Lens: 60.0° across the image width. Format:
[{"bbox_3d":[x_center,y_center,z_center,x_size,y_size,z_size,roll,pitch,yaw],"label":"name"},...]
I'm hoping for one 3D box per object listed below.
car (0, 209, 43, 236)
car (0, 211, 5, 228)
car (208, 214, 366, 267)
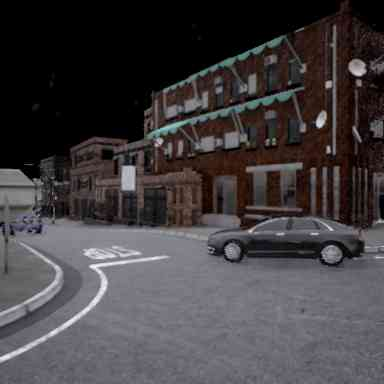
[{"bbox_3d":[-13.547,2.350,26.463,2.150,2.045,5.566,1,-4,-37],"label":"car"},{"bbox_3d":[-25.971,3.602,43.329,2.150,2.045,5.566,1,-4,-37],"label":"car"},{"bbox_3d":[2.953,1.509,10.937,4.892,1.490,1.837,-1,-2,14],"label":"car"}]
